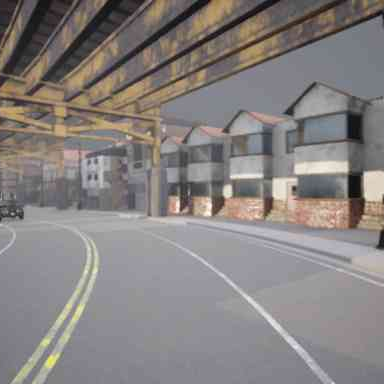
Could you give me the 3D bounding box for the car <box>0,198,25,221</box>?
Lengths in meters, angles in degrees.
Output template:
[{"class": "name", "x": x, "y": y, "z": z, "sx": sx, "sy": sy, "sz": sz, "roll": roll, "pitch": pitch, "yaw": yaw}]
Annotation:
[{"class": "car", "x": -18.271, "y": 1.729, "z": 32.859, "sx": 2.150, "sy": 2.045, "sz": 5.566, "roll": -1, "pitch": 0, "yaw": -40}]
